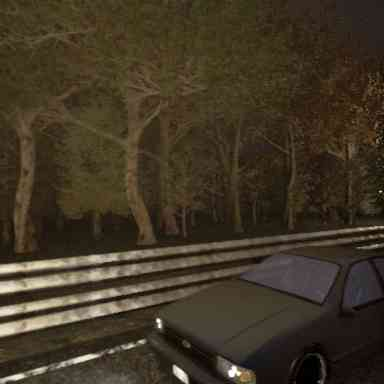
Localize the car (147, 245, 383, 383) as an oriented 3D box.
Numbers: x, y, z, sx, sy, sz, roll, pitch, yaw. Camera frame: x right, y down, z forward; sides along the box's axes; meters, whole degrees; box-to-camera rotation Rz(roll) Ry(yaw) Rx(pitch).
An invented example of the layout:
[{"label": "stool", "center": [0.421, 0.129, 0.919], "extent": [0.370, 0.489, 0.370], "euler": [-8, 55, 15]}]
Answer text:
[{"label": "car", "center": [2.058, 1.588, 5.095], "extent": [5.357, 1.411, 2.033], "euler": [1, 0, -35]}]
